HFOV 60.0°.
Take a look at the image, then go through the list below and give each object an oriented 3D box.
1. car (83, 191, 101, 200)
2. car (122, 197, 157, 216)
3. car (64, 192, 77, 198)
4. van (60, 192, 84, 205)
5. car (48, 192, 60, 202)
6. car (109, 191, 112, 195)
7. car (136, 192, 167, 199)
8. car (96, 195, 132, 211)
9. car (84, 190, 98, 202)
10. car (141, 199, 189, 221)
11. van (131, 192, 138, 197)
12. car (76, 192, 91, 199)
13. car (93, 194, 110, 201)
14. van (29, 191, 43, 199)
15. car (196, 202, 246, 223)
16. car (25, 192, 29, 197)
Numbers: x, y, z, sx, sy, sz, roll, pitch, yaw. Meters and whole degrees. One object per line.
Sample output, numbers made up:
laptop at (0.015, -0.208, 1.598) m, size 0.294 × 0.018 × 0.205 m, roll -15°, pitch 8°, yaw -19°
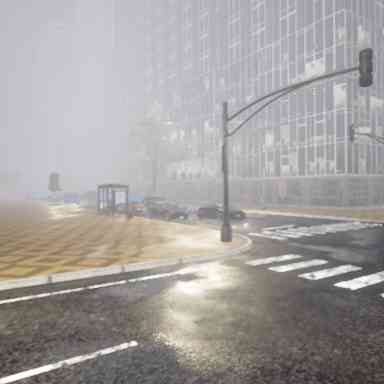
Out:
car at (-20.611, 0.681, 68.418) m, size 2.192 × 1.841 × 5.009 m, roll 0°, pitch 1°, yaw -34°
car at (-5.166, 1.431, 30.789) m, size 1.802 × 1.307 × 4.206 m, roll 0°, pitch 1°, yaw -34°
car at (-30.235, 0.755, 82.494) m, size 2.008 × 1.369 × 4.403 m, roll 0°, pitch 1°, yaw -34°
van at (-17.904, 0.981, 49.614) m, size 1.690 × 1.788 × 3.998 m, roll 0°, pitch 1°, yaw -34°
car at (-24.321, 1.084, 58.999) m, size 2.008 × 1.369 × 4.403 m, roll 0°, pitch 1°, yaw -34°
car at (-12.131, 0.801, 51.412) m, size 2.150 × 2.045 × 5.566 m, roll -1°, pitch 1°, yaw -34°
car at (-3.344, 1.158, 32.896) m, size 2.097 × 1.767 × 4.553 m, roll -1°, pitch 1°, yaw -35°
car at (-8.326, 1.363, 35.513) m, size 1.947 × 1.339 × 4.313 m, roll 0°, pitch 1°, yaw -34°
car at (-18.231, 0.699, 60.310) m, size 2.150 × 2.045 × 5.566 m, roll -1°, pitch 1°, yaw -34°
car at (-1.972, 1.466, 26.085) m, size 1.947 × 1.339 × 4.313 m, roll 0°, pitch 1°, yaw -34°
van at (-7.779, 0.920, 49.651) m, size 1.690 × 1.788 × 3.998 m, roll 0°, pitch 1°, yaw -34°
car at (-23.819, 0.752, 73.110) m, size 1.967 × 1.590 × 4.097 m, roll 0°, pitch 1°, yaw -34°
car at (-17.403, 1.002, 63.729) m, size 1.802 × 1.307 × 4.206 m, roll 0°, pitch 1°, yaw -34°
van at (-33.945, 0.713, 73.072) m, size 1.690 × 1.788 × 3.998 m, roll 0°, pitch 1°, yaw -34°
car at (2.117, 1.457, 24.909) m, size 1.994 × 1.385 × 4.181 m, roll -1°, pitch 1°, yaw -34°
car at (-37.152, 0.758, 77.765) m, size 1.967 × 1.590 × 4.097 m, roll 0°, pitch 1°, yaw -34°
